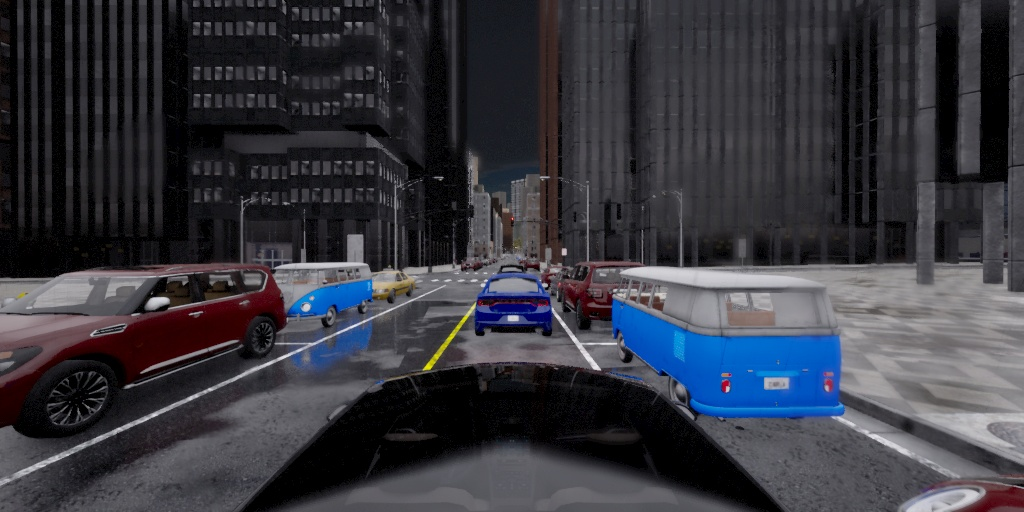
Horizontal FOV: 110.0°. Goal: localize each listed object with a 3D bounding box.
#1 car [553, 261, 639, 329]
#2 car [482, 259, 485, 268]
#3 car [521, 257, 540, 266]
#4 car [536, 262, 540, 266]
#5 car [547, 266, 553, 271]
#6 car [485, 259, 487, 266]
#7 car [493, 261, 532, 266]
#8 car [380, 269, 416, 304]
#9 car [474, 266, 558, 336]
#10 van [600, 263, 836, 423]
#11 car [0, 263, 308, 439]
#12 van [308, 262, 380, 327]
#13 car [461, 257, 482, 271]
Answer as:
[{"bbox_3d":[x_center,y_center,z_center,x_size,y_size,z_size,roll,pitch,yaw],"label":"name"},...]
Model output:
[{"bbox_3d":[2.764,1.064,11.115,2.192,1.841,5.009,0,0,0],"label":"car"},{"bbox_3d":[-5.770,1.090,54.858,2.192,1.841,5.009,0,0,0],"label":"car"},{"bbox_3d":[2.756,1.084,49.206,2.192,1.841,5.009,0,0,0],"label":"car"},{"bbox_3d":[2.760,1.297,22.166,1.888,1.381,4.507,0,0,0],"label":"car"},{"bbox_3d":[2.762,1.301,16.641,2.007,1.370,4.403,0,0,0],"label":"car"},{"bbox_3d":[-5.771,1.348,60.501,1.948,1.339,4.313,0,0,0],"label":"car"},{"bbox_3d":[-0.002,1.257,20.774,1.837,1.490,4.892,0,0,0],"label":"car"},{"bbox_3d":[-5.765,1.276,16.481,1.751,1.417,4.829,0,0,0],"label":"car"},{"bbox_3d":[0.057,1.227,10.403,1.882,1.535,5.008,0,0,1],"label":"car"},{"bbox_3d":[2.766,1.090,5.590,1.690,1.789,3.998,0,0,0],"label":"van"},{"bbox_3d":[-5.766,1.064,5.602,2.192,1.841,5.009,0,0,0],"label":"car"},{"bbox_3d":[-5.766,1.090,11.127,1.690,1.789,3.998,0,0,0],"label":"van"},{"bbox_3d":[-5.769,1.084,49.215,2.192,1.841,5.009,0,0,0],"label":"car"}]
